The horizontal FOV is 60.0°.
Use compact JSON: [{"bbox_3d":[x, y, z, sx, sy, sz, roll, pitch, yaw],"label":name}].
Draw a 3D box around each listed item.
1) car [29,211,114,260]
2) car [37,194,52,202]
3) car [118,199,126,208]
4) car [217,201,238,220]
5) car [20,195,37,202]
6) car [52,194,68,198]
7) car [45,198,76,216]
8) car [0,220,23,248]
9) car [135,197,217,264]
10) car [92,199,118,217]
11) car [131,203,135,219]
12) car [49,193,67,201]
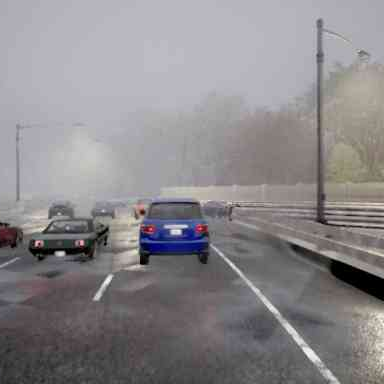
[{"bbox_3d":[-4.284,1.603,12.426,1.895,1.301,4.718,0,0,-6],"label":"car"},{"bbox_3d":[-33.646,1.253,74.807,4.553,1.767,2.097,0,0,45],"label":"car"},{"bbox_3d":[-10.806,1.578,47.226,1.895,1.301,4.718,0,0,-25],"label":"car"},{"bbox_3d":[1.852,1.480,28.204,1.812,1.442,4.674,0,0,-38],"label":"car"},{"bbox_3d":[-36.203,1.435,72.416,4.674,1.442,1.812,0,0,45],"label":"car"},{"bbox_3d":[-29.365,1.622,75.301,1.895,1.301,4.718,0,0,-43],"label":"car"},{"bbox_3d":[-11.454,1.515,29.369,1.837,1.490,4.892,0,0,-16],"label":"car"},{"bbox_3d":[-7.753,1.541,11.845,1.812,1.442,4.674,0,0,-6],"label":"car"},{"bbox_3d":[-0.712,1.212,11.999,2.150,2.045,5.566,0,0,-6],"label":"car"},{"bbox_3d":[-8.023,1.561,30.030,1.994,1.385,4.181,0,0,-16],"label":"car"},{"bbox_3d":[-4.179,1.337,29.227,2.097,1.767,4.553,0,0,-15],"label":"car"},{"bbox_3d":[-31.111,1.241,77.219,4.553,1.767,2.097,0,0,45],"label":"car"}]
